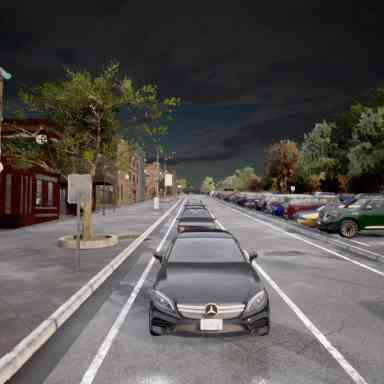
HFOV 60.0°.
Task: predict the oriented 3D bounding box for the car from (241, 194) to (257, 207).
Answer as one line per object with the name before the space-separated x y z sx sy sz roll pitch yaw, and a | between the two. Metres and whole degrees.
car | 9.137 1.409 42.247 4.892 1.521 2.231 0 0 0

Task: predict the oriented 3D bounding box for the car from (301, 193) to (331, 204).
car | 22.131 1.136 59.606 4.553 1.767 2.185 0 1 0

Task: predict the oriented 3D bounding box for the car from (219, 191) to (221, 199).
car | 8.941 0.938 67.476 5.566 2.045 2.435 0 1 0

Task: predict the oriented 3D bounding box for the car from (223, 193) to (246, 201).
car | 8.920 1.039 70.280 4.553 1.767 2.185 0 1 0

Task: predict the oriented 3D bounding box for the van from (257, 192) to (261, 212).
van | 9.301 1.222 33.833 4.442 1.987 1.878 0 0 0

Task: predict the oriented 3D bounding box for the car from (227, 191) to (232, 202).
car | 9.054 1.139 59.068 4.553 1.767 2.185 0 1 0

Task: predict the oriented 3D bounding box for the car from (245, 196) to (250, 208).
car | 9.146 1.465 39.444 4.674 1.452 2.002 0 0 0

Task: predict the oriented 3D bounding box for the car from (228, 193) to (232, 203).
car | 9.035 1.290 56.266 4.892 1.521 2.231 0 1 0

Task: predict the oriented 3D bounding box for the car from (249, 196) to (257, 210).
car | 9.196 1.470 36.636 4.792 1.488 2.163 0 0 0

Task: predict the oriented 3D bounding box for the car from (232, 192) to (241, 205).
car | 9.067 1.113 47.853 5.566 2.045 2.435 0 1 0

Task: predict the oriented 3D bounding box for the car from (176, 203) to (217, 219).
car | 0.205 1.532 17.391 2.033 1.411 5.357 0 0 0

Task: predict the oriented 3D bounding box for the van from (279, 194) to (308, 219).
van | 9.355 1.237 25.421 4.442 1.987 1.878 0 0 0

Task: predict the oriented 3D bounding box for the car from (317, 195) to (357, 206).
car | 22.339 1.332 51.279 5.366 1.575 1.946 0 1 0

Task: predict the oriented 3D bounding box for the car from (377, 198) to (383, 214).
car | 22.444 1.444 34.622 5.366 1.575 1.946 0 0 0

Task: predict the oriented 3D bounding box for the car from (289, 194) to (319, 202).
car | 21.879 1.209 65.155 5.366 1.575 1.946 0 0 0

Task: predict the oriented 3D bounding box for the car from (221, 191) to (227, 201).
car | 8.959 0.963 64.672 5.566 2.045 2.435 0 1 0

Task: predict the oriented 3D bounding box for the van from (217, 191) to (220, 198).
van | 8.781 0.864 78.688 4.442 1.987 1.878 0 1 0

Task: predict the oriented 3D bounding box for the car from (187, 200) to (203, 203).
car | 0.241 1.442 29.838 2.128 1.511 4.902 0 0 0

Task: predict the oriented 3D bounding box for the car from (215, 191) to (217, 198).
car | 8.874 1.064 81.493 5.008 1.535 2.097 0 1 0

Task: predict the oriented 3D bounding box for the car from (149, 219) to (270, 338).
car | 0.258 1.524 6.812 1.812 1.442 4.674 0 0 0

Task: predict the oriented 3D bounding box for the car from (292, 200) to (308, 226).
car | 9.089 1.466 19.814 5.366 1.575 1.946 0 0 0

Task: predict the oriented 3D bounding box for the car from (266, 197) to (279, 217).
car | 9.215 1.460 28.224 5.008 1.535 2.097 0 0 0

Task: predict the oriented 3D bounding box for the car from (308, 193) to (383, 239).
car | 9.264 1.221 17.011 5.566 2.045 2.435 0 0 0

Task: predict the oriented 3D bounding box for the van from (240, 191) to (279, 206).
van | 9.229 1.163 45.054 4.442 1.987 1.878 0 0 0

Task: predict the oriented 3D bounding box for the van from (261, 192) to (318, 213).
van | 9.086 1.230 31.030 4.442 1.987 1.878 0 0 0

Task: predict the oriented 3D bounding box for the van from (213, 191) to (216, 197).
van | 8.709 0.764 89.900 4.442 1.987 1.878 0 1 0

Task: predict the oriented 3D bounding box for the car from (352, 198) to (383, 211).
car | 22.253 1.452 40.176 4.792 1.488 2.163 0 0 0

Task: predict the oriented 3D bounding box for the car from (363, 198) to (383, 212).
car | 22.212 1.469 37.393 4.792 1.488 2.163 0 0 0

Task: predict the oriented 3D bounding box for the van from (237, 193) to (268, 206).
van | 9.194 1.113 50.658 4.442 1.987 1.878 0 1 0

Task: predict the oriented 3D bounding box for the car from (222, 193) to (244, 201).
car | 8.902 1.014 73.083 4.553 1.767 2.185 0 1 0

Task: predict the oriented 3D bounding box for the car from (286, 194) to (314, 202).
car | 22.052 1.188 67.933 4.892 1.521 2.231 0 1 0

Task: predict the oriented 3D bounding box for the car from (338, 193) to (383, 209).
car | 22.178 1.153 42.949 5.566 2.045 2.435 0 0 0

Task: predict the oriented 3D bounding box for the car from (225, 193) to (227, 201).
car | 9.003 1.279 61.872 4.674 1.452 2.002 0 1 0

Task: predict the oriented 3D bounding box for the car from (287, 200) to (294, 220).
car | 9.259 1.506 22.618 4.674 1.452 2.002 0 0 0
